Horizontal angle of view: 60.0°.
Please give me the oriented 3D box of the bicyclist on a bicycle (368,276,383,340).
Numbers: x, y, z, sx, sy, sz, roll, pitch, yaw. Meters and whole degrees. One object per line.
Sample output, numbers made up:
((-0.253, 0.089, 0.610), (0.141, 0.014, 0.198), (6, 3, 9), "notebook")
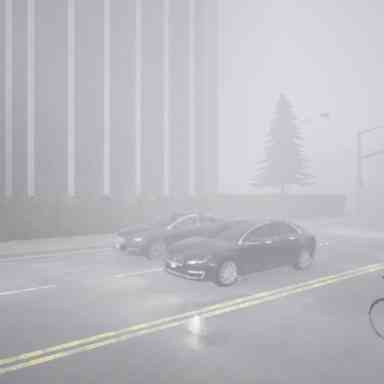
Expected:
((3.243, 1.453, 4.562), (0.582, 1.620, 1.656), (0, -1, -35), "bicyclist on a bicycle")

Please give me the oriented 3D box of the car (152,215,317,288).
((1.535, 1.504, 9.383), (4.892, 1.490, 1.837), (0, 0, -35), "car")

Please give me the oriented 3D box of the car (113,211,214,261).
((-0.434, 1.491, 12.278), (4.902, 1.511, 2.128), (0, 0, -35), "car")
